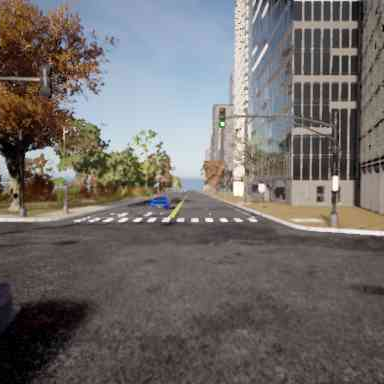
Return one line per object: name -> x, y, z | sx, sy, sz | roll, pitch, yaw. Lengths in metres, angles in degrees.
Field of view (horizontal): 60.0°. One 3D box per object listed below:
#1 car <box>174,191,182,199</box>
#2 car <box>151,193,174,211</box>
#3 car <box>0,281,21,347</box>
car -> -3.358, 0.627, 73.705 | 2.097, 1.767, 4.553 | 0, 0, 0
car -> -3.299, 1.148, 35.844 | 1.882, 1.535, 5.008 | 0, 1, 0
car -> -3.249, 1.528, 2.185 | 2.033, 1.411, 5.357 | 0, 1, 0
